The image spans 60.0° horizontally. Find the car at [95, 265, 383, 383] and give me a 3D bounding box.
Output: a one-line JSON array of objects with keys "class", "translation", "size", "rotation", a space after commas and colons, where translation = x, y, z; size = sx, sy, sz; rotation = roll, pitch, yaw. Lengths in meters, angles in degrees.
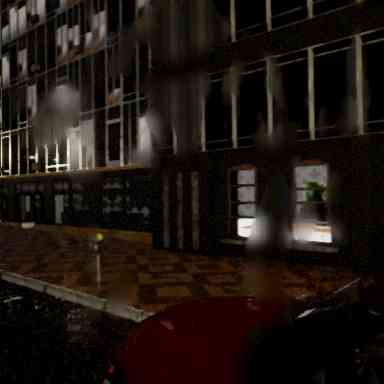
[{"class": "car", "translation": [1.622, 1.316, 1.741], "size": [5.009, 1.841, 2.192], "rotation": [0, -1, 36]}]
